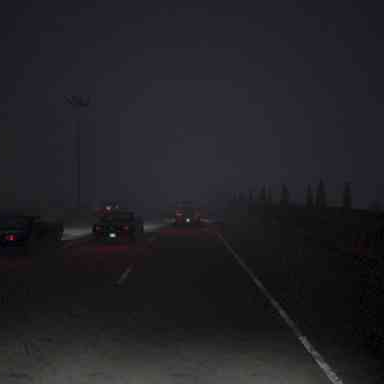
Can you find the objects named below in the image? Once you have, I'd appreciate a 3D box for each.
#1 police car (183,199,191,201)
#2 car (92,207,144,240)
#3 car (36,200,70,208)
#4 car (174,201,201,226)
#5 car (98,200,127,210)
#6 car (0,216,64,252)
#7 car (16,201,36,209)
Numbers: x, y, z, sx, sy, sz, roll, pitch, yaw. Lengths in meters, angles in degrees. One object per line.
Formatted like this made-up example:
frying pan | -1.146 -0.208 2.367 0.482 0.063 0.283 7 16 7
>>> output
police car | -0.654 1.711 41.288 2.038 1.542 4.974 0 0 -1
car | -3.667 1.689 17.383 1.895 1.301 4.718 0 0 -1
car | -14.727 1.695 36.389 1.837 1.490 4.892 0 -1 -1
car | -0.307 1.646 24.320 1.812 1.442 4.674 0 0 -1
car | -7.459 1.513 31.672 2.097 1.767 4.553 0 0 -1
car | -7.104 1.675 14.115 1.895 1.301 4.718 0 0 -1
car | -21.870 1.837 45.198 1.895 1.301 4.718 0 0 -1
